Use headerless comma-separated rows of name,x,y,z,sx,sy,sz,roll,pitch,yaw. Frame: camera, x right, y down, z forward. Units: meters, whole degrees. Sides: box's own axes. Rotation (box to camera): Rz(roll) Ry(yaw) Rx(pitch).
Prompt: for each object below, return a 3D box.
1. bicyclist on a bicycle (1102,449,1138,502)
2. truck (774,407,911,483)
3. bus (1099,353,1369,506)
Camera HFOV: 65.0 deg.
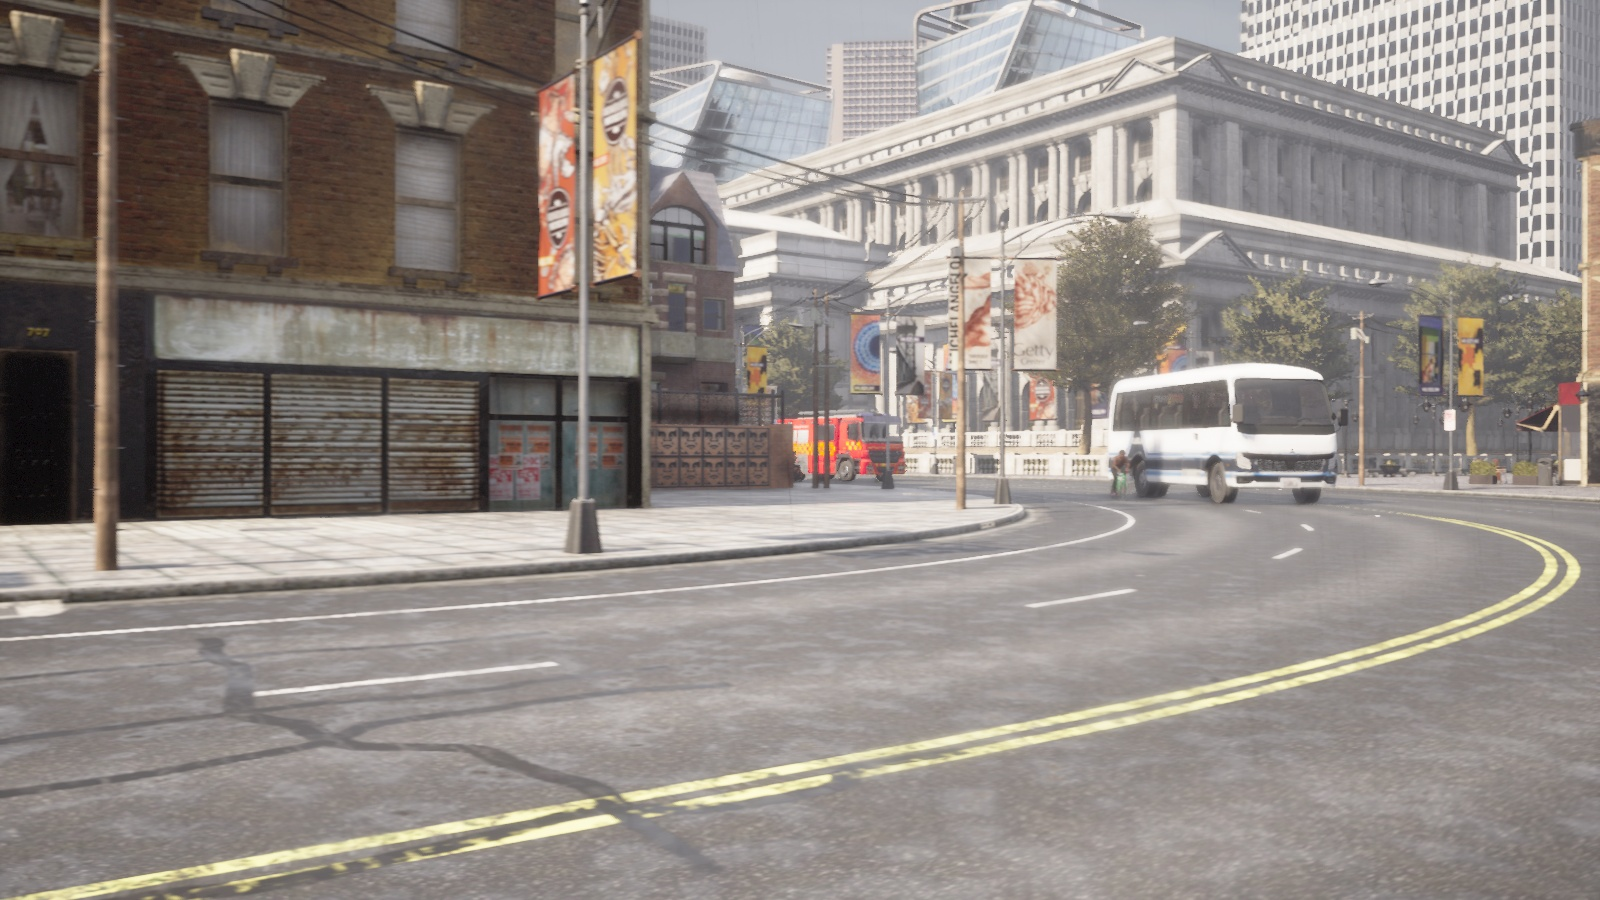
bicyclist on a bicycle,9.910,0.772,38.919,0.582,1.620,1.656,0,0,-4
truck,2.126,-0.259,67.516,2.891,3.827,8.468,0,0,-35
bus,13.408,-0.561,40.295,3.944,4.253,10.273,0,0,-8
